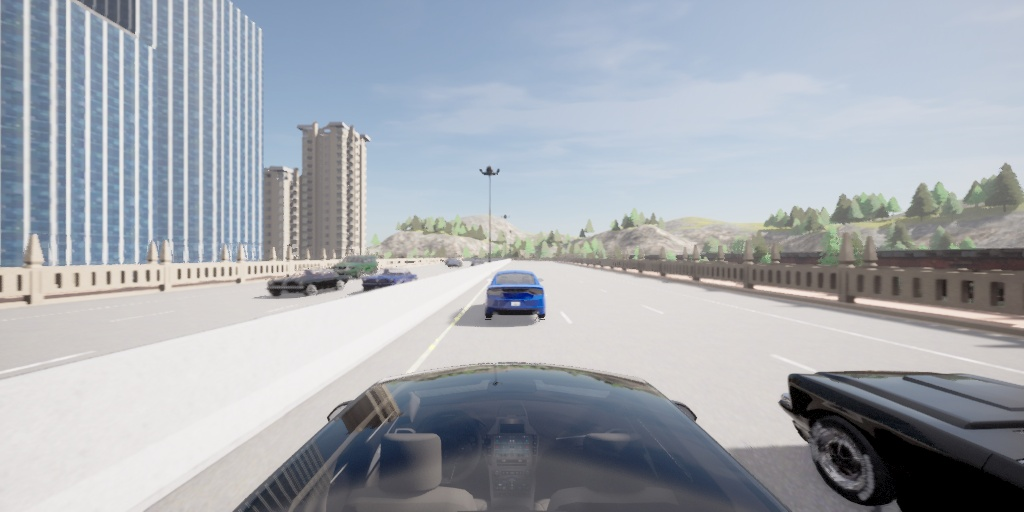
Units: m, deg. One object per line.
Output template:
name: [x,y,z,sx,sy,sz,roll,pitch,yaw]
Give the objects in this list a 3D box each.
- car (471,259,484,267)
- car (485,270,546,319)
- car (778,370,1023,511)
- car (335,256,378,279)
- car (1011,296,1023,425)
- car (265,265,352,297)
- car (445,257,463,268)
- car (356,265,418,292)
car: [-5.972,1.245,62.274,2.128,1.511,4.902,0,0,2]
car: [0.104,1.228,12.803,1.882,1.535,5.008,0,0,0]
car: [3.601,1.351,1.431,1.895,1.301,4.718,0,0,0]
car: [-13.903,0.973,32.149,2.150,2.045,5.566,0,0,1]
car: [7.101,1.242,1.885,2.128,1.511,4.902,0,0,0]
car: [-10.575,1.351,18.884,1.895,1.301,4.718,0,0,0]
car: [-9.524,1.300,60.525,2.033,1.411,5.357,0,0,2]
car: [-7.064,1.352,21.090,1.895,1.301,4.718,0,0,0]
